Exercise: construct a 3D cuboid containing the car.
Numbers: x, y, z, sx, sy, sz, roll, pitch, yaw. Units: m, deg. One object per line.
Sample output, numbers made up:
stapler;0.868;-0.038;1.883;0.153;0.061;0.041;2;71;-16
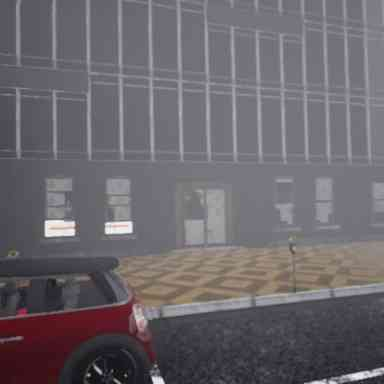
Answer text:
car;-2.608;1.605;4.103;4.097;1.590;1.967;0;-2;-17
